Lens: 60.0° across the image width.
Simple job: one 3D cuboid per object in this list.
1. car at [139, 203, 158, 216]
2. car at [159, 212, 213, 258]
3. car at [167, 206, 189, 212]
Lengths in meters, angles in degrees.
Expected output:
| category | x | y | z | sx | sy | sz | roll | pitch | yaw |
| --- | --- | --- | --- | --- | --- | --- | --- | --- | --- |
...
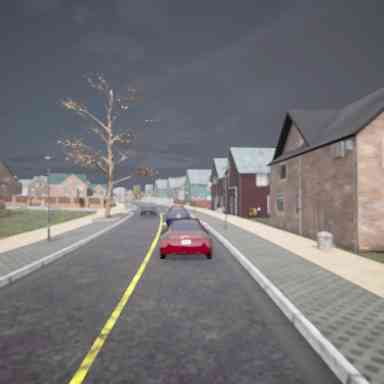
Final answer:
| category | x | y | z | sx | sy | sz | roll | pitch | yaw |
| --- | --- | --- | --- | --- | --- | --- | --- | --- | --- |
| car | -4.970 | 1.981 | 38.327 | 2.033 | 1.411 | 5.357 | 0 | -1 | -6 |
| car | -0.279 | 1.720 | 13.506 | 1.994 | 1.385 | 4.181 | 0 | -1 | -2 |
| car | -1.232 | 1.892 | 28.649 | 1.994 | 1.385 | 4.181 | 0 | -1 | -4 |
